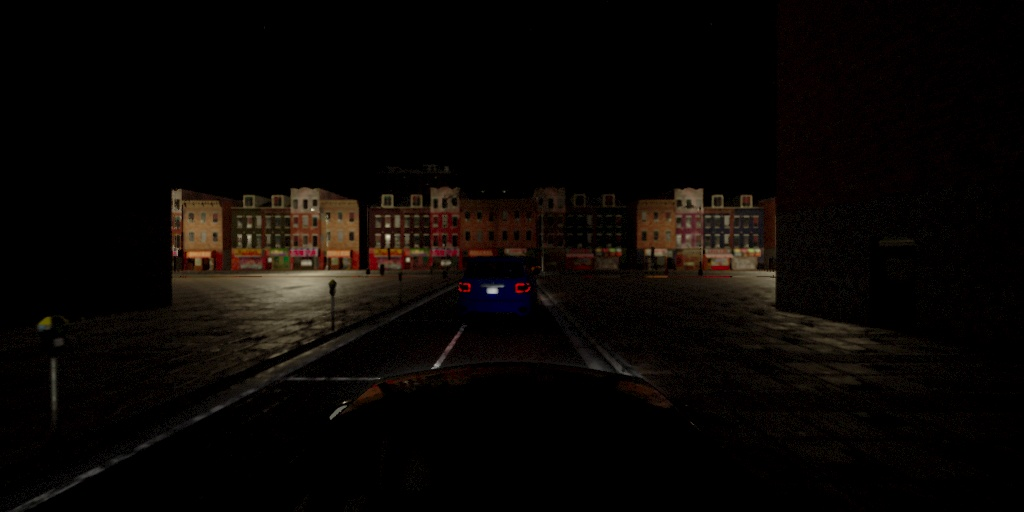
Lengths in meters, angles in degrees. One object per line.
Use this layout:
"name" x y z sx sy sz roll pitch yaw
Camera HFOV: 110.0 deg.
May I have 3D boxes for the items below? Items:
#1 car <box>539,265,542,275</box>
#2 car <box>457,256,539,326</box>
"car" 1.723 1.367 38.099 1.882 1.535 5.008 -1 -1 25
"car" -0.292 1.008 12.062 2.150 2.045 5.566 0 0 5
